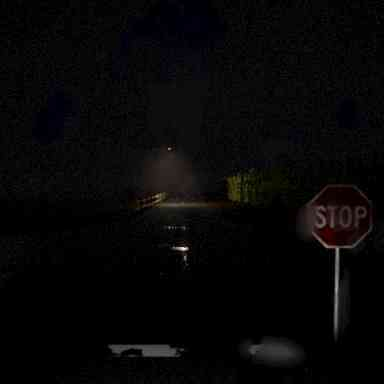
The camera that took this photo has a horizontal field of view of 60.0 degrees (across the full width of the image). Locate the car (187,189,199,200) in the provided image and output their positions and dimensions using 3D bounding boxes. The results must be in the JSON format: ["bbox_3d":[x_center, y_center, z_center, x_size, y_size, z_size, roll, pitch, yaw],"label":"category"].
[{"bbox_3d":[0.146,0.641,60.755,1.837,1.490,4.892,0,2,0],"label":"car"}]

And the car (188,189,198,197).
[{"bbox_3d":[0.171,0.152,71.159,2.033,1.411,5.357,0,2,0],"label":"car"}]

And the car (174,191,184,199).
[{"bbox_3d":[-2.593,0.496,65.348,1.837,1.490,4.892,0,2,0],"label":"car"}]
